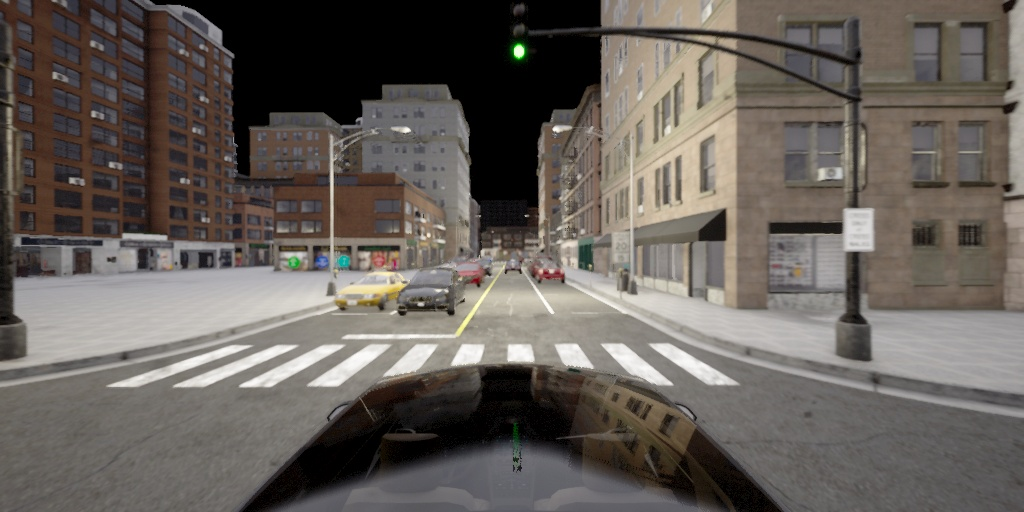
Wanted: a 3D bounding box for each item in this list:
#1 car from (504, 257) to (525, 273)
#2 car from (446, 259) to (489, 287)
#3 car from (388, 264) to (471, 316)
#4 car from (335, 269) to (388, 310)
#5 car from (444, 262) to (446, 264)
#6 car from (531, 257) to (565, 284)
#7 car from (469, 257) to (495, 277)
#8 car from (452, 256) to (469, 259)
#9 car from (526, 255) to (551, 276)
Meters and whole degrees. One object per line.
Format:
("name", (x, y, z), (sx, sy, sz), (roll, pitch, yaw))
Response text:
("car", (0.132, 1.145, 39.645), (2.033, 1.411, 5.357), (0, 0, 0))
("car", (-2.835, 1.150, 23.687), (1.882, 1.535, 5.008), (0, 0, 0))
("car", (-2.821, 1.218, 13.371), (1.837, 1.490, 4.892), (0, 0, -1))
("car", (-5.377, 1.244, 14.474), (1.751, 1.417, 4.829), (0, 0, 0))
("car", (-5.362, 1.203, 31.629), (2.007, 1.370, 4.403), (0, 0, 0))
("car", (2.658, 1.080, 25.960), (1.967, 1.591, 4.097), (0, 0, 0))
("car", (-2.811, 1.137, 34.104), (1.837, 1.490, 4.892), (0, 0, 0))
("car", (-5.356, 0.945, 37.291), (2.192, 1.841, 5.009), (0, 0, 0))
("car", (2.663, 0.933, 31.622), (2.192, 1.841, 5.009), (0, 0, 0))
